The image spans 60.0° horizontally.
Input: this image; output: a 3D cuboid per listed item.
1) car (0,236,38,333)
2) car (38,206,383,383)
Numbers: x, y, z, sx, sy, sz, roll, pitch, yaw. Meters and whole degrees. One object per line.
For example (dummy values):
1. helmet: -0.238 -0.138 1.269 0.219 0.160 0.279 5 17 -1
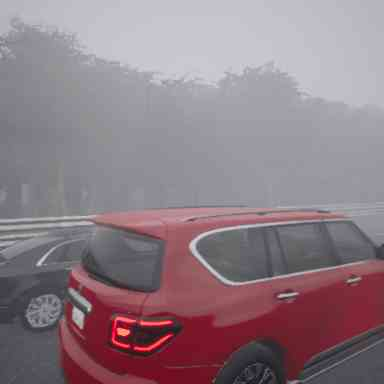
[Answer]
1. car: -1.734 1.498 6.812 4.892 1.490 1.837 0 0 -35
2. car: 1.148 1.211 4.567 5.566 2.045 2.150 0 0 -36
